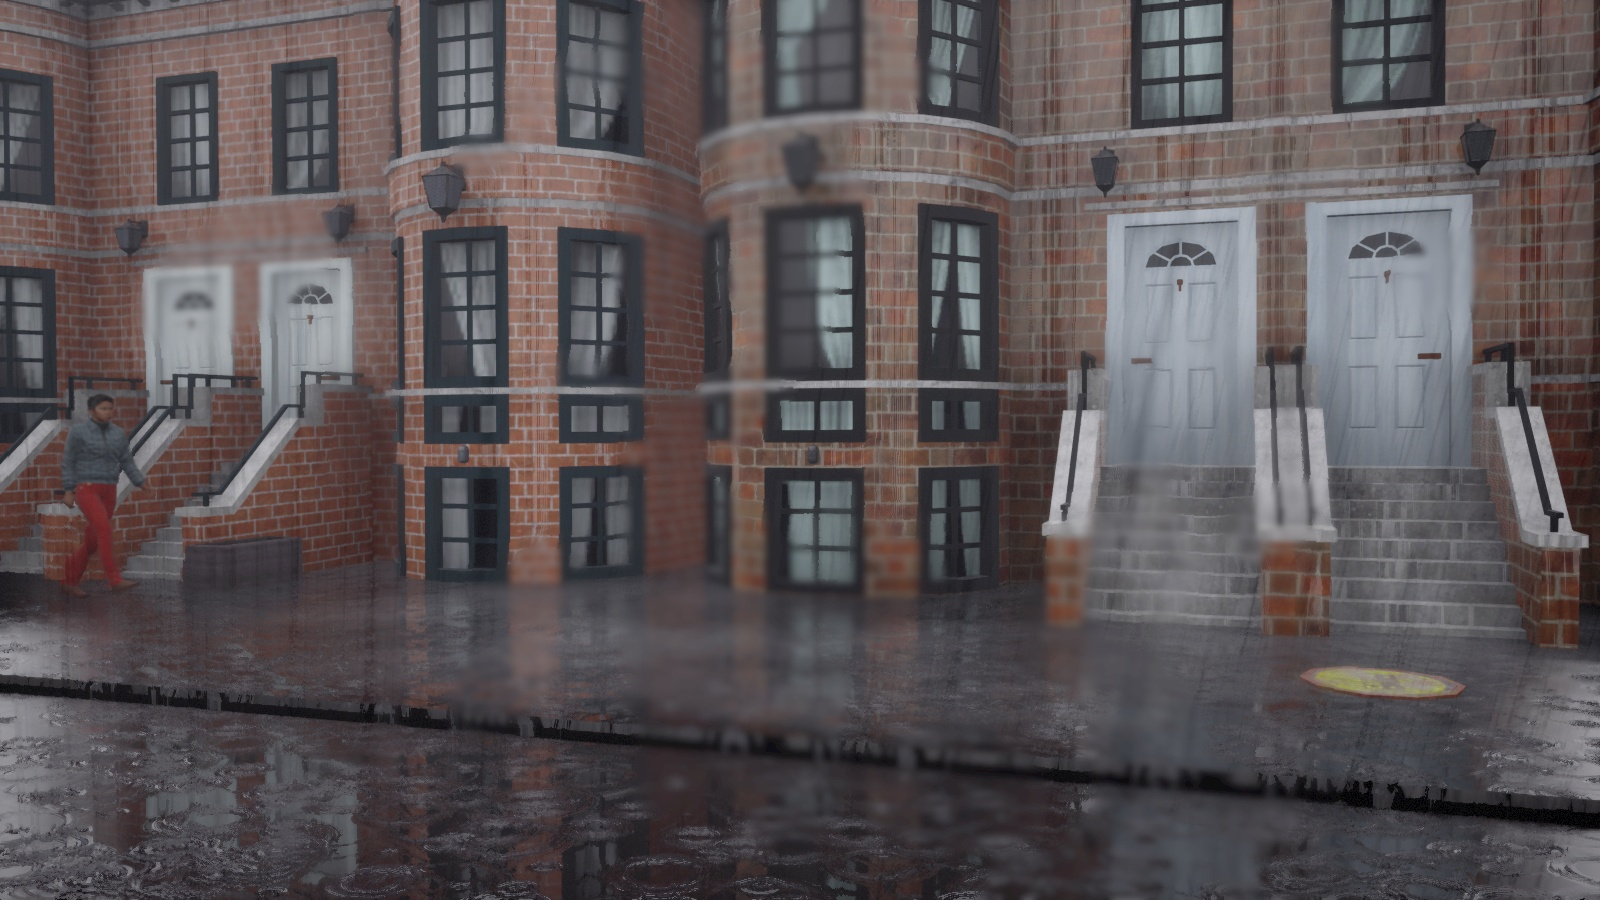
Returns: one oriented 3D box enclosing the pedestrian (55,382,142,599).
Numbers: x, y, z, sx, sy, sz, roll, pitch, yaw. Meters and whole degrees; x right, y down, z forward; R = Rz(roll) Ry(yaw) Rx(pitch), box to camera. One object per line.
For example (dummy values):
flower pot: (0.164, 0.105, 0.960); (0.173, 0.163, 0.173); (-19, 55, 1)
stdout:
pedestrian: (-6.102, 0.338, 10.924); (0.614, 1.847, 0.353); (1, 1, 24)
